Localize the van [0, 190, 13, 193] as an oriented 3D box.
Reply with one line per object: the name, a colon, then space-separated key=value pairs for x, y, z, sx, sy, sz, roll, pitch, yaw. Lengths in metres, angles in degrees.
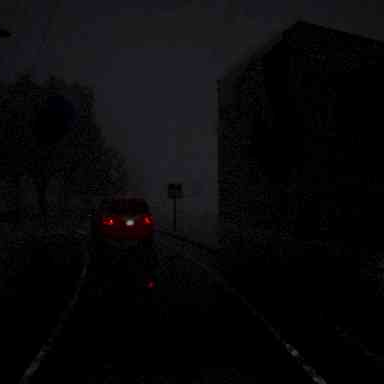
van: x=-45.347 y=1.145 z=83.284 sx=1.878 sy=1.987 sz=4.442 roll=4 pitch=2 yaw=29

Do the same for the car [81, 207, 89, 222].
car: x=-8.347 y=1.851 z=30.297 sx=1.882 sy=1.535 sz=5.008 roll=-1 pitch=-1 yaw=4

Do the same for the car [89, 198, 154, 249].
car: x=-3.290 y=1.292 z=15.188 sx=2.150 sy=2.045 sz=5.566 roll=0 pitch=-1 yaw=-20

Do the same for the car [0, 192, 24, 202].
car: x=-43.464 y=1.557 z=80.919 sx=2.097 sy=1.535 sz=5.008 roll=4 pitch=2 yaw=29
